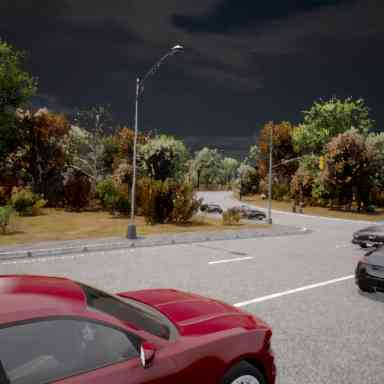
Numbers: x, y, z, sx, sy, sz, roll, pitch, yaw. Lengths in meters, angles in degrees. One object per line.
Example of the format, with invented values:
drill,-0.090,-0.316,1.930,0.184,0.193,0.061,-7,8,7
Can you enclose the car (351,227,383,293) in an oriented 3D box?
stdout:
car,5.734,1.664,7.893,4.181,1.385,1.994,1,-1,-35

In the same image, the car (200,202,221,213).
car,2.508,2.079,44.727,1.994,1.385,4.181,3,0,-19

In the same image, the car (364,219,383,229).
car,9.392,1.840,14.812,5.357,1.411,2.033,2,-1,-33

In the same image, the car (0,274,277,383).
car,-1.413,1.479,2.737,5.008,1.535,1.882,0,0,-36

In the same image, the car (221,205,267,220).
car,5.749,2.175,36.024,2.033,1.411,5.357,3,-1,-26
